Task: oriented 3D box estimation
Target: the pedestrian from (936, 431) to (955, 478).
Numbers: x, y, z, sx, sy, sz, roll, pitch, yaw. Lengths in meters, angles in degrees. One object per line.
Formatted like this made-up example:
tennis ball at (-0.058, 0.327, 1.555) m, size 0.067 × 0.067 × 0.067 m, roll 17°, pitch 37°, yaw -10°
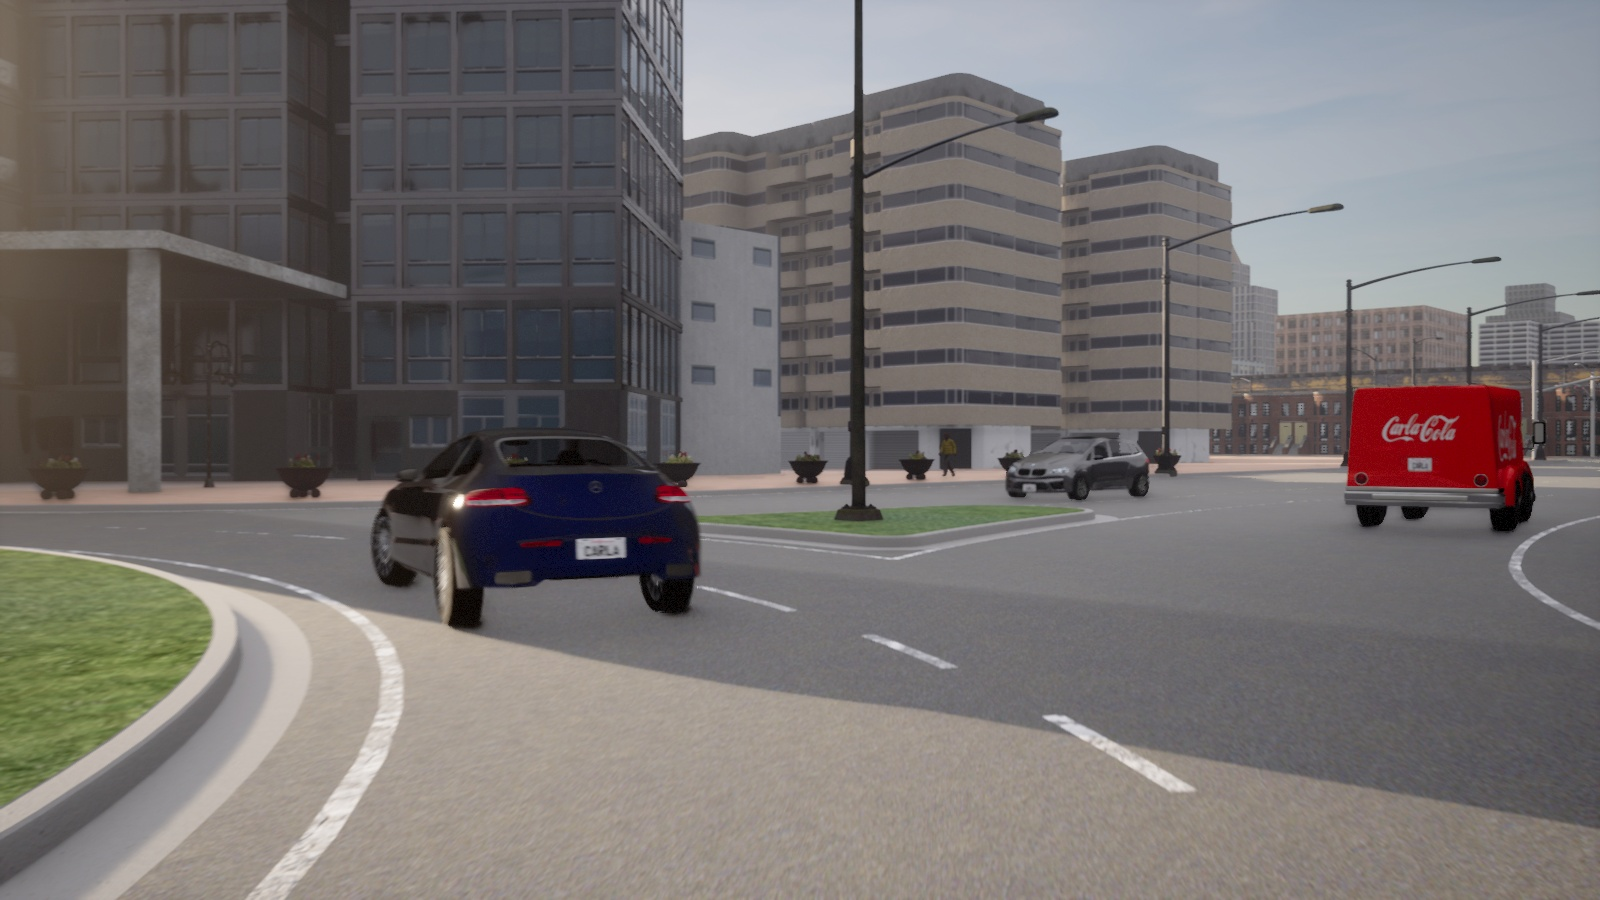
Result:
pedestrian at (5.768, 0.165, 49.708) m, size 0.726 × 1.835 × 0.370 m, roll 0°, pitch 0°, yaw -44°

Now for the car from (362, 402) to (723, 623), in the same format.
car at (-2.737, 0.456, 12.107) m, size 2.152 × 1.651 × 5.027 m, roll 0°, pitch 0°, yaw -27°

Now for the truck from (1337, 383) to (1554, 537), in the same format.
truck at (11.913, 0.145, 22.955) m, size 2.627 × 2.467 × 5.204 m, roll 0°, pitch 0°, yaw 38°

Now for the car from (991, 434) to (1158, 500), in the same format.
car at (7.474, 0.412, 33.958) m, size 4.611 × 1.667 × 2.242 m, roll 0°, pitch 0°, yaw -44°
